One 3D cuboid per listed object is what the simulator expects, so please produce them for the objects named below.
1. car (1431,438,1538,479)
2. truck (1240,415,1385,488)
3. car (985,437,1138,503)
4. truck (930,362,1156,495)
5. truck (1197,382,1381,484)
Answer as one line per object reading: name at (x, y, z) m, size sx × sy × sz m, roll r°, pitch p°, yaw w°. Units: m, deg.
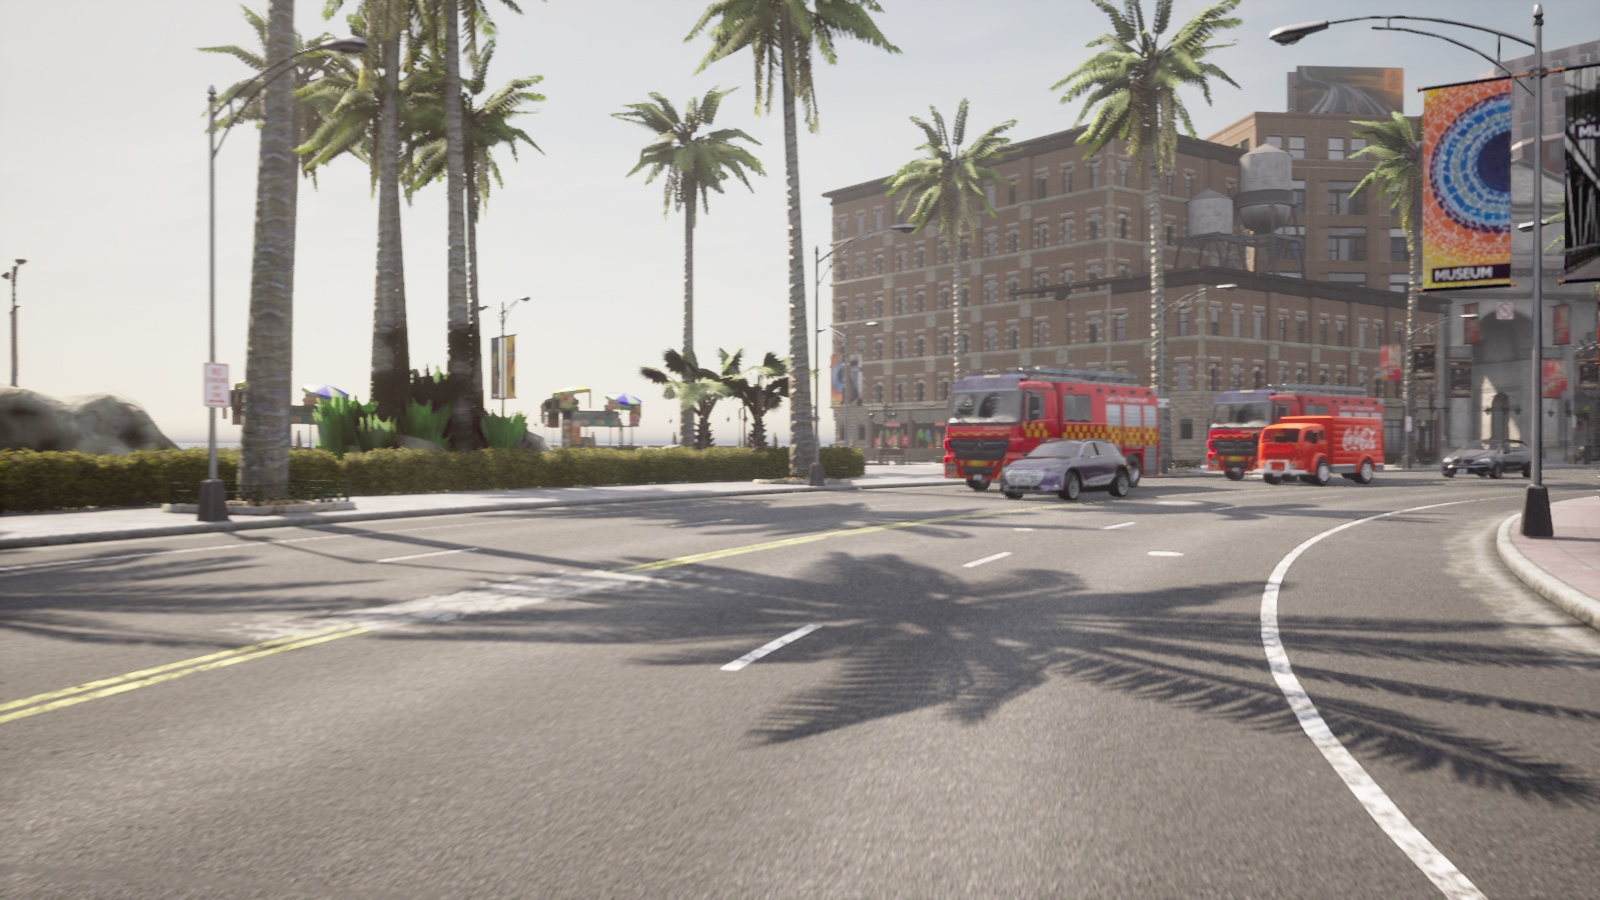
car at (29.116, 0.343, 53.350) m, size 4.611 × 1.667 × 2.242 m, roll 0°, pitch 0°, yaw -36°
truck at (18.598, 0.037, 45.449) m, size 5.204 × 2.467 × 2.627 m, roll 0°, pitch 0°, yaw -38°
car at (7.132, 0.498, 33.865) m, size 2.033 × 1.649 × 4.856 m, roll 0°, pitch 0°, yaw 39°
truck at (7.969, -0.631, 40.256) m, size 2.891 × 3.827 × 8.468 m, roll 0°, pitch 0°, yaw 44°
truck at (19.906, -0.669, 50.892) m, size 8.468 × 3.827 × 2.891 m, roll 0°, pitch 0°, yaw -37°
